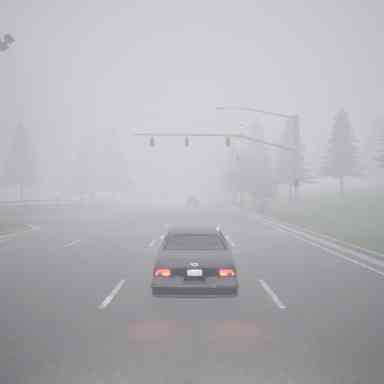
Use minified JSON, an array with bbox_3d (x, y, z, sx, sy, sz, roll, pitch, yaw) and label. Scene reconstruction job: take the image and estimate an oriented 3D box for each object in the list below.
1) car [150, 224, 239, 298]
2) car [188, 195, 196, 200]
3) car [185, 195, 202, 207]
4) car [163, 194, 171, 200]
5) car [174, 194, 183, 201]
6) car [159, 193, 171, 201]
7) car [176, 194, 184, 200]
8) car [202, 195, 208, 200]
[{"bbox_3d":[0.070,1.547,8.694,2.033,1.411,5.357,0,0,0],"label":"car"},{"bbox_3d":[0.046,1.540,94.209,2.033,1.411,5.357,0,0,0],"label":"car"},{"bbox_3d":[0.023,1.352,52.733,2.097,1.767,4.553,0,0,0],"label":"car"},{"bbox_3d":[-6.954,1.385,93.799,1.994,1.385,4.181,0,0,0],"label":"car"},{"bbox_3d":[-3.459,1.516,83.794,1.812,1.442,4.674,0,0,0],"label":"car"},{"bbox_3d":[-6.959,1.217,83.409,2.150,2.045,5.566,0,0,0],"label":"car"},{"bbox_3d":[-3.454,1.357,93.798,2.128,1.511,4.902,0,0,0],"label":"car"},{"bbox_3d":[3.546,1.500,94.208,1.837,1.490,4.892,0,0,0],"label":"car"}]
